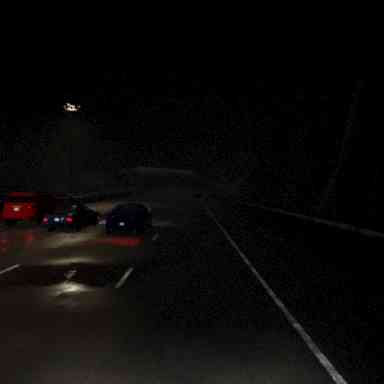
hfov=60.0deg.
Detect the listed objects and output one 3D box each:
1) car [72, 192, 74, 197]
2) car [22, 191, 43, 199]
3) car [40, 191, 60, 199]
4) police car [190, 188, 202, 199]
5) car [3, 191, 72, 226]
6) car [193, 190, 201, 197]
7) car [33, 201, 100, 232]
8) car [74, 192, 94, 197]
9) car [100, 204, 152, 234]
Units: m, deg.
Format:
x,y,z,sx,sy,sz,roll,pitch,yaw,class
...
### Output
x,y,z,sx,sy,sz,roll,pitch,yaw,class
-24.503,0.692,65.845,1.895,1.301,4.718,0,1,0,car
-31.503,0.597,65.872,1.837,1.490,4.892,0,1,0,car
-28.003,0.596,65.872,1.837,1.490,4.892,0,1,0,car
1.047,0.508,66.514,1.930,1.638,5.238,0,2,0,police car
-10.389,1.093,22.455,2.150,2.045,5.566,0,1,0,car
1.047,0.335,76.413,1.812,1.442,4.674,0,2,0,car
-6.901,1.445,19.503,2.033,1.411,5.357,0,0,0,car
-21.003,0.692,65.845,1.895,1.301,4.718,0,1,0,car
-3.401,1.383,18.615,1.882,1.535,5.008,0,0,0,car
